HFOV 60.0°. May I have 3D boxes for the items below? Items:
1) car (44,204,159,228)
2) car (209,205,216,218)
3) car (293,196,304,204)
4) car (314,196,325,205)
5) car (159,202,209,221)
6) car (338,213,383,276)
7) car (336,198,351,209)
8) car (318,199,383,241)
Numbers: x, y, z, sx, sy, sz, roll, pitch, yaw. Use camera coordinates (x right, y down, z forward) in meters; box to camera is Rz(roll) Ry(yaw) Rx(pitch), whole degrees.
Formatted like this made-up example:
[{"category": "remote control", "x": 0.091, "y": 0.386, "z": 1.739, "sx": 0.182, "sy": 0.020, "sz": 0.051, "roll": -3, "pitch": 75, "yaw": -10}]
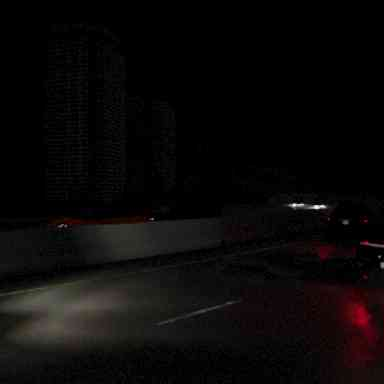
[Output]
[{"category": "car", "x": -4.034, "y": 1.373, "z": 14.432, "sx": 4.553, "sy": 1.767, "sz": 2.097, "roll": 0, "pitch": 0, "yaw": -40}, {"category": "car", "x": 0.153, "y": 1.565, "z": 27.807, "sx": 2.033, "sy": 1.411, "sz": 5.357, "roll": 0, "pitch": 0, "yaw": 43}, {"category": "car", "x": 20.234, "y": 1.486, "z": 63.225, "sx": 2.128, "sy": 1.511, "sz": 4.902, "roll": 0, "pitch": 0, "yaw": 17}, {"category": "car", "x": 21.547, "y": 1.468, "z": 56.086, "sx": 2.128, "sy": 1.511, "sz": 4.902, "roll": 0, "pitch": 0, "yaw": 21}, {"category": "car", "x": -1.354, "y": 1.544, "z": 21.399, "sx": 4.674, "sy": 1.442, "sz": 1.812, "roll": 0, "pitch": 0, "yaw": -44}, {"category": "car", "x": 6.331, "y": 1.481, "z": 9.243, "sx": 4.902, "sy": 1.511, "sz": 2.128, "roll": 0, "pitch": 0, "yaw": -41}, {"category": "car", "x": 21.128, "y": 1.574, "z": 46.265, "sx": 1.895, "sy": 1.301, "sz": 4.718, "roll": 0, "pitch": 0, "yaw": 26}, {"category": "car", "x": 8.112, "y": 1.341, "z": 15.768, "sx": 4.553, "sy": 1.767, "sz": 2.097, "roll": 0, "pitch": 0, "yaw": -45}]
